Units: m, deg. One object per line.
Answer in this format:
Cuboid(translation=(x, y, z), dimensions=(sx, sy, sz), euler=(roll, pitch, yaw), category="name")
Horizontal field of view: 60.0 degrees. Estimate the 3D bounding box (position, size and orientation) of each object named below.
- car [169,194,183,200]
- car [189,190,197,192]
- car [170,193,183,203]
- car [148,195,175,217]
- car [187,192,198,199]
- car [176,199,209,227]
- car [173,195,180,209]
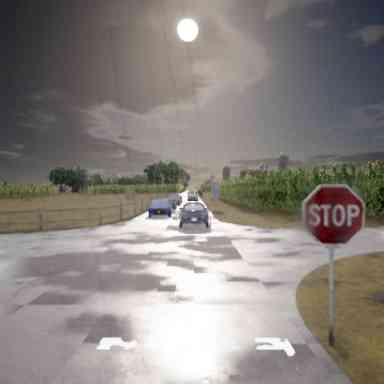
Cuboid(translation=(-2.751, 1.030, 48.658), dimensions=(2.097, 1.767, 4.553), euler=(0, 1, 0), category="car")
Cuboid(translation=(0.118, 0.614, 71.881), dimensions=(2.150, 2.045, 5.566), euler=(0, 1, 0), category="car")
Cuboid(translation=(-2.686, 1.053, 59.012), dimensions=(2.128, 1.511, 4.902), euler=(0, 1, 1), category="car")
Cuboid(translation=(-2.754, 1.331, 29.348), dimensions=(1.882, 1.535, 5.008), euler=(0, 0, -2), category="car")
Cuboid(translation=(0.204, 1.128, 61.717), dimensions=(1.895, 1.301, 4.718), euler=(0, 1, 0), category="car")
Cuboid(translation=(0.134, 1.439, 22.053), dimensions=(1.812, 1.442, 4.674), euler=(0, 0, 0), category="car")
Cuboid(translation=(-2.782, 1.376, 38.661), dimensions=(1.895, 1.301, 4.718), euler=(0, 1, 0), category="car")
